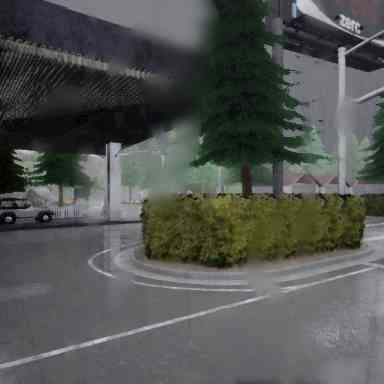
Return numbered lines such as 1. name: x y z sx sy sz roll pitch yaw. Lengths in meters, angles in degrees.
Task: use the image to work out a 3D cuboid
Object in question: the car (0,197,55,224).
1. car: -11.923 1.313 23.509 3.866 1.878 1.905 0 0 -36
